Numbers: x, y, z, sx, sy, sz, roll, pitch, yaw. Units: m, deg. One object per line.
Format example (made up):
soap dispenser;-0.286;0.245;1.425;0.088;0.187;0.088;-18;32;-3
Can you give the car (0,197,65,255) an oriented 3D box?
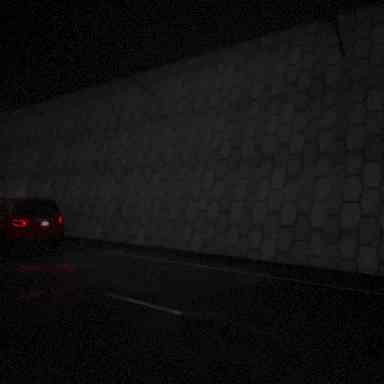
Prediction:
car;-7.526;1.245;13.661;5.566;2.045;2.150;0;0;36
